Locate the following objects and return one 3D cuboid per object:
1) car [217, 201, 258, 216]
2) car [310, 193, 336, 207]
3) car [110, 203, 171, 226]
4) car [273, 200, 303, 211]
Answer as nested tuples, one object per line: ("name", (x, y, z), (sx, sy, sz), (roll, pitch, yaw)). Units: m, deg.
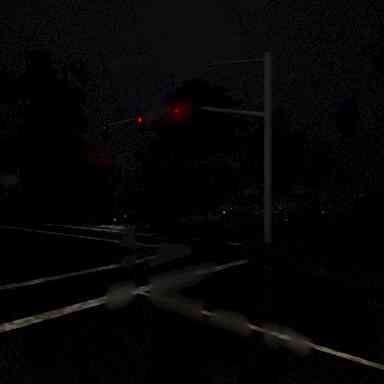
("car", (4.446, 1.601, 32.527), (1.895, 1.301, 4.718), (0, 0, 41))
("car", (19.859, 1.219, 50.197), (2.150, 2.045, 5.566), (0, 0, 41))
("car", (-3.487, 1.526, 23.369), (1.812, 1.442, 4.674), (0, 0, 40))
("car", (11.913, 1.601, 41.108), (1.895, 1.301, 4.718), (0, 0, 41))
